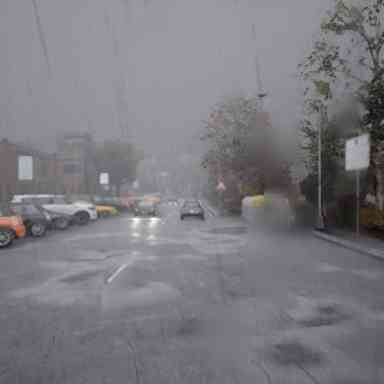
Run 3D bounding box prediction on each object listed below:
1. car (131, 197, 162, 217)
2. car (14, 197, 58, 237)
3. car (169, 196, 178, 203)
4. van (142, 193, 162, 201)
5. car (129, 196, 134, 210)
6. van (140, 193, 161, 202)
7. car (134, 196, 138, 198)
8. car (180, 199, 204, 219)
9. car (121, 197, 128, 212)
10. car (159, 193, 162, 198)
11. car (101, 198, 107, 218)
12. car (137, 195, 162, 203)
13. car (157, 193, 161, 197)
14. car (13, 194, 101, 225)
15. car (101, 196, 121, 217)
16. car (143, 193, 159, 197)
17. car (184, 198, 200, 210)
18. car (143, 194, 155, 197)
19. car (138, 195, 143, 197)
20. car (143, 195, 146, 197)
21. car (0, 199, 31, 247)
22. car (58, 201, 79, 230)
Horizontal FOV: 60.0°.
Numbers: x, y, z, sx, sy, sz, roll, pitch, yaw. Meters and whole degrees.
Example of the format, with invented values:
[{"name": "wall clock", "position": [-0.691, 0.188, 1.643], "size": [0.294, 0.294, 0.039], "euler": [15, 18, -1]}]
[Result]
[{"name": "car", "position": [-4.125, 1.491, 30.725], "size": [1.812, 1.442, 4.674], "euler": [0, 0, 0]}, {"name": "car", "position": [-9.368, 1.332, 16.610], "size": [4.553, 1.767, 2.185], "euler": [-1, 0, -20]}, {"name": "car", "position": [-4.056, 1.529, 72.115], "size": [2.033, 1.411, 5.357], "euler": [0, 0, 0]}, {"name": "van", "position": [-9.558, 1.185, 79.593], "size": [4.442, 1.987, 1.878], "euler": [-1, 1, -21]}, {"name": "car", "position": [-9.371, 1.330, 37.615], "size": [4.553, 1.767, 2.185], "euler": [-1, 0, -20]}, {"name": "van", "position": [-9.531, 1.218, 76.593], "size": [4.442, 1.987, 1.878], "euler": [-1, 1, -21]}, {"name": "car", "position": [-9.364, 1.332, 40.616], "size": [4.553, 1.767, 2.185], "euler": [-1, 0, -20]}, {"name": "car", "position": [0.005, 1.528, 28.745], "size": [1.994, 1.385, 4.181], "euler": [0, 0, 0]}, {"name": "car", "position": [-9.344, 1.200, 31.640], "size": [5.566, 2.045, 2.435], "euler": [-1, 0, -20]}, {"name": "car", "position": [-9.540, 1.501, 70.580], "size": [5.366, 1.575, 1.946], "euler": [-1, 0, -20]}, {"name": "car", "position": [-9.344, 1.481, 25.625], "size": [4.792, 1.488, 2.163], "euler": [-1, 0, -20]}, {"name": "car", "position": [-9.399, 1.476, 73.648], "size": [5.008, 1.535, 2.097], "euler": [-1, 0, -20]}, {"name": "car", "position": [-9.160, 1.488, 61.695], "size": [5.366, 1.575, 1.946], "euler": [-1, 0, -20]}, {"name": "car", "position": [-9.359, 1.201, 22.624], "size": [5.566, 2.045, 2.435], "euler": [-1, 0, -20]}, {"name": "car", "position": [-9.189, 1.446, 28.683], "size": [5.366, 1.575, 1.946], "euler": [-1, 0, -20]}, {"name": "car", "position": [-9.153, 1.482, 58.693], "size": [5.366, 1.575, 1.946], "euler": [-1, 0, -20]}, {"name": "car", "position": [-0.051, 1.537, 43.483], "size": [1.994, 1.385, 4.181], "euler": [0, 0, 0]}, {"name": "car", "position": [-9.331, 1.483, 55.628], "size": [4.892, 1.521, 2.231], "euler": [-1, 0, -20]}, {"name": "car", "position": [-9.298, 1.490, 43.636], "size": [4.792, 1.488, 2.163], "euler": [-1, 0, -20]}, {"name": "car", "position": [-9.324, 1.506, 46.628], "size": [4.674, 1.452, 2.002], "euler": [-1, 0, -20]}, {"name": "car", "position": [-9.376, 1.337, 13.608], "size": [4.553, 1.767, 2.185], "euler": [-1, 0, -20]}, {"name": "car", "position": [-9.365, 1.485, 19.624], "size": [4.792, 1.488, 2.163], "euler": [-1, 0, -20]}]
